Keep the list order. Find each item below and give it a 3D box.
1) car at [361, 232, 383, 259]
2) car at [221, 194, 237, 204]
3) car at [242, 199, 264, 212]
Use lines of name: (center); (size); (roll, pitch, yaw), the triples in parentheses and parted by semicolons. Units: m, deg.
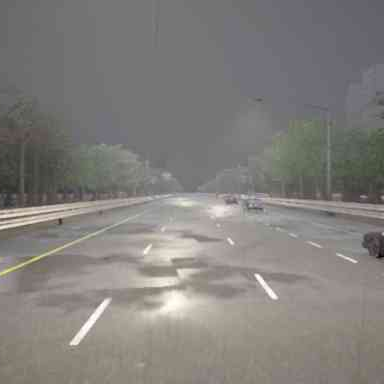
car: (7.004, 1.549, 9.518); (2.033, 1.411, 5.357); (0, 0, 0)
car: (7.119, 1.353, 61.986); (2.097, 1.767, 4.553); (0, 0, 0)
car: (7.065, 1.551, 39.111); (2.033, 1.411, 5.357); (0, 0, 0)
